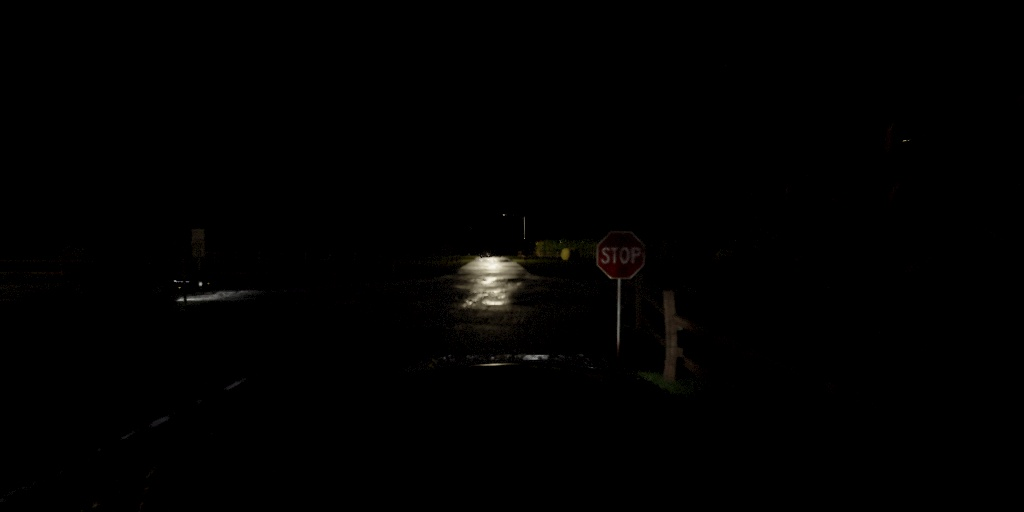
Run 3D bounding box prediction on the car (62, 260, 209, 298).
[{"bbox_3d":[-15.776,0.927,15.208,4.892,1.490,1.837,1,2,-4],"label":"car"}]
